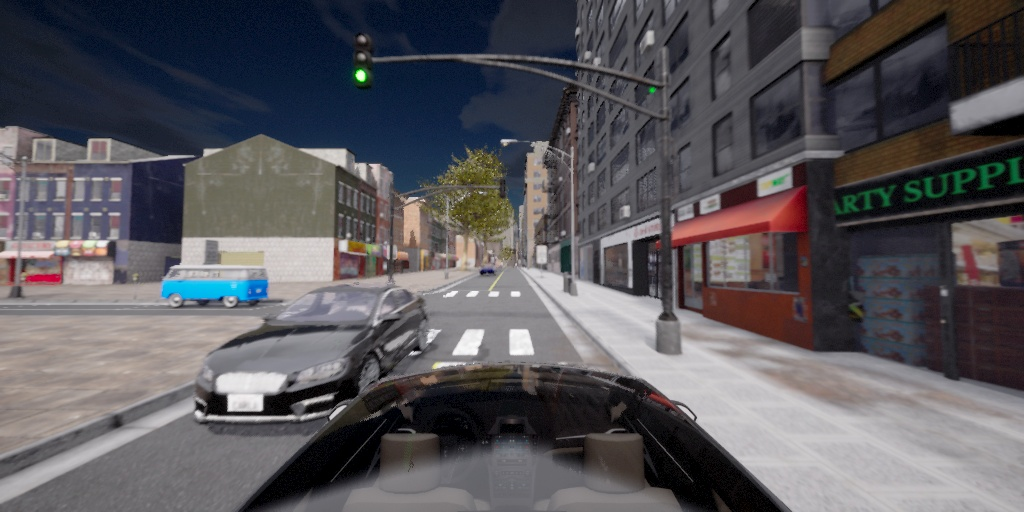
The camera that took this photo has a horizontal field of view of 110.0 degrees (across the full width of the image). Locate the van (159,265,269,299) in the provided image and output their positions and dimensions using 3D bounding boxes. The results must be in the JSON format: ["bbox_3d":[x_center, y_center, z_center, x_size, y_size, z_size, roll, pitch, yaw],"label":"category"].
[{"bbox_3d":[-12.924,1.297,15.661,3.998,1.789,1.690,0,0,0],"label":"van"}]

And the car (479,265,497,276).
[{"bbox_3d":[-2.747,1.643,41.807,1.895,1.301,4.718,0,-1,0],"label":"car"}]

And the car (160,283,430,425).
[{"bbox_3d":[-2.749,1.259,6.147,2.128,1.511,4.902,0,0,0],"label":"car"}]
